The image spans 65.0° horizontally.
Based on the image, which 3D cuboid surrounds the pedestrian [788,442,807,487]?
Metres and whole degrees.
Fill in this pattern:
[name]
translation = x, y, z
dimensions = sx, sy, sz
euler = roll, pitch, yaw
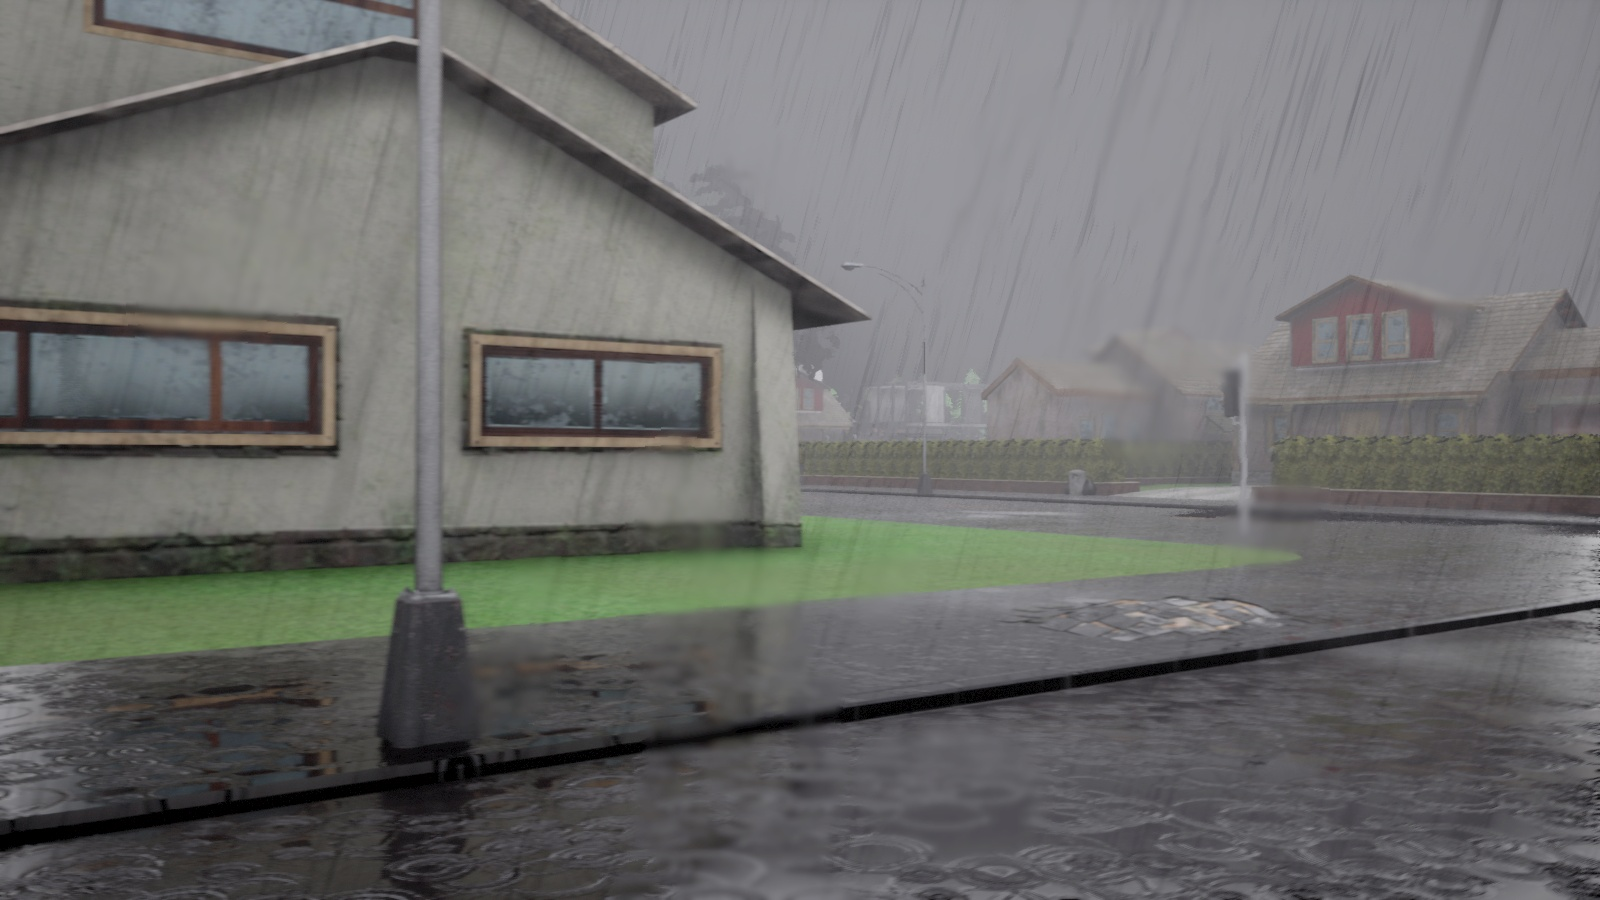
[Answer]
[pedestrian]
translation = -0.097, 0.582, 51.987
dimensions = 0.431, 1.840, 0.709
euler = 0, 0, -38
